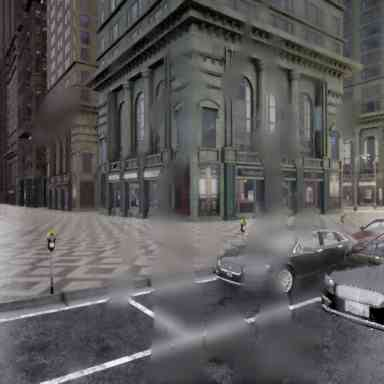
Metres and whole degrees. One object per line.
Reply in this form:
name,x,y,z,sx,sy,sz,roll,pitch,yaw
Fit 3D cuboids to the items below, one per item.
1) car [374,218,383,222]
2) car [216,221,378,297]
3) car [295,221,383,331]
car,7.000,1.582,11.620,4.206,1.307,1.802,0,0,-35
car,2.588,1.551,8.484,4.403,1.369,2.008,0,0,-35
car,4.483,1.491,6.439,4.902,1.511,2.128,0,0,-35
